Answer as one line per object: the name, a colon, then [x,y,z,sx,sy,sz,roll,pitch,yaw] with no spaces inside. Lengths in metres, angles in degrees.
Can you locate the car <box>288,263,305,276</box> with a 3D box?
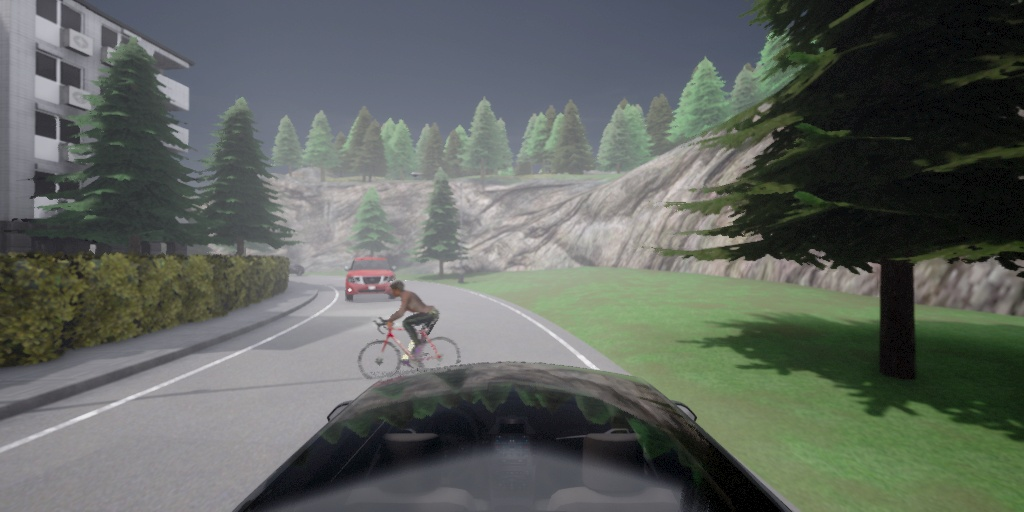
car: [-25.300,1.494,39.689,4.892,1.490,1.837,0,0,18]

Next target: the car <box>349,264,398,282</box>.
car: [-12.465,1.483,32.143,5.357,1.411,2.033,0,0,44]

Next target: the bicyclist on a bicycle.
bicyclist on a bicycle: [-1.699,1.229,5.901,1.656,1.620,0.582,-2,0,-6]

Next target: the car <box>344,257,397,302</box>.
car: [-7.238,1.075,18.375,2.150,2.045,5.566,0,-1,-23]
